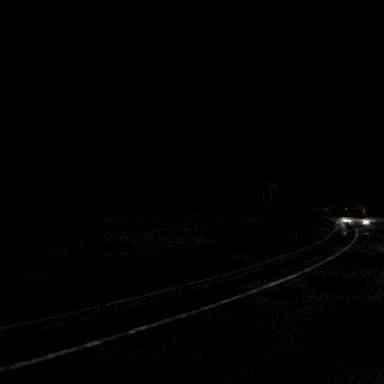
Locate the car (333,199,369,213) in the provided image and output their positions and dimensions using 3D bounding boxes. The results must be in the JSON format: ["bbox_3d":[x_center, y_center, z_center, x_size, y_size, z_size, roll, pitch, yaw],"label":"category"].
[{"bbox_3d":[18.145,1.552,38.233,1.994,1.385,4.181,1,0,-2],"label":"car"}]

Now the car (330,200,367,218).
[{"bbox_3d":[14.291,1.451,30.649,1.882,1.535,5.008,1,0,6],"label":"car"}]
